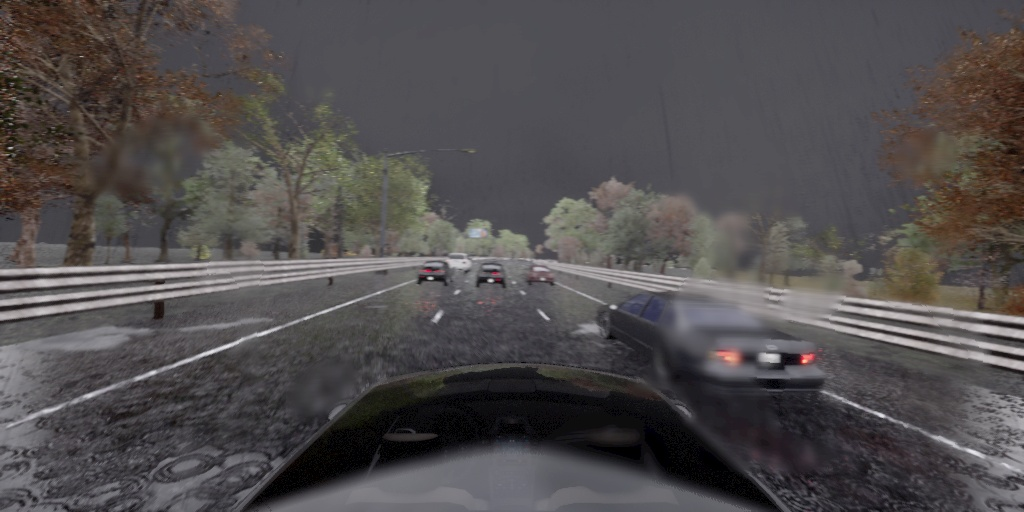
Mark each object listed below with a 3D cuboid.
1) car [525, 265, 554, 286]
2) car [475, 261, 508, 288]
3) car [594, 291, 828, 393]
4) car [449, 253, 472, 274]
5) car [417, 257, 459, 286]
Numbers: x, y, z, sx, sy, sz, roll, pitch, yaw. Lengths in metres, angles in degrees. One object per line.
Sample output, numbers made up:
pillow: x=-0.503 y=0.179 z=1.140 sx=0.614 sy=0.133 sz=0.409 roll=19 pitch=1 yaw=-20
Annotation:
car: x=2.008 y=1.378 z=26.727 sx=1.812 sy=1.442 sz=4.674 roll=3 pitch=0 yaw=-3
car: x=-1.338 y=1.200 z=23.389 sx=1.837 sy=1.490 sz=4.892 roll=3 pitch=0 yaw=-3
car: x=3.370 y=1.455 z=7.461 sx=2.033 sy=1.411 sz=5.357 roll=3 pitch=0 yaw=-5
car: x=-5.487 y=0.737 z=37.343 sx=2.150 sy=2.045 sz=5.566 roll=3 pitch=0 yaw=-2
car: x=-4.827 y=1.040 z=23.211 sx=1.837 sy=1.490 sz=4.892 roll=3 pitch=0 yaw=-3
